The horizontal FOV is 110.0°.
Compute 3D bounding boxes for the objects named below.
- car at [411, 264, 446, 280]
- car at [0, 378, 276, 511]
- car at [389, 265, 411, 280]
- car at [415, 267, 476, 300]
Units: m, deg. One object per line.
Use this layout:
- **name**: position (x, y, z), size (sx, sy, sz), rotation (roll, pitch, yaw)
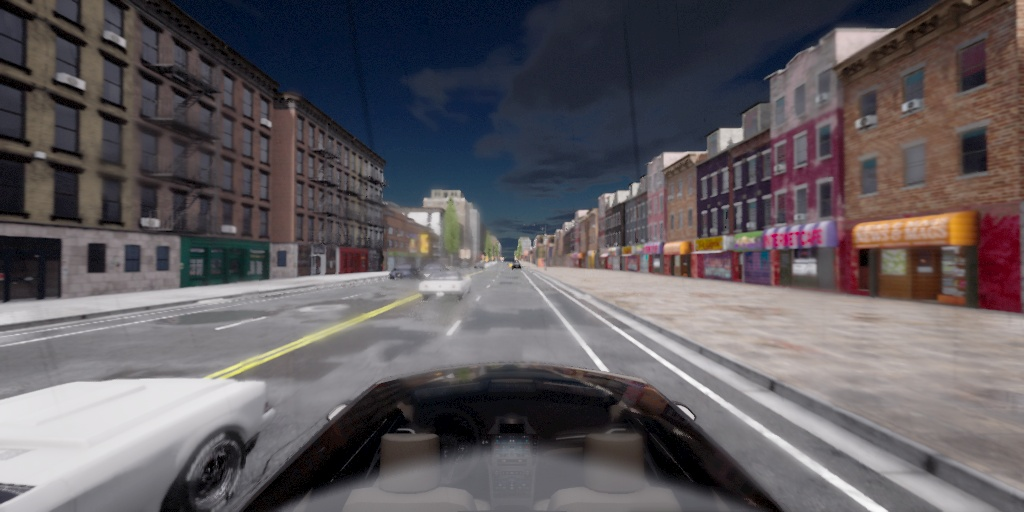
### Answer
- **car**: position (-6.586, 1.407, 30.445), size (2.128, 1.511, 4.902), rotation (0, -1, 0)
- **car**: position (-3.152, 1.352, 1.211), size (1.895, 1.301, 4.718), rotation (0, 0, 0)
- **car**: position (-9.833, 1.506, 33.225), size (1.994, 1.385, 4.181), rotation (0, -1, 0)
- **car**: position (-3.148, 1.407, 17.946), size (1.895, 1.301, 4.718), rotation (0, 0, 0)
